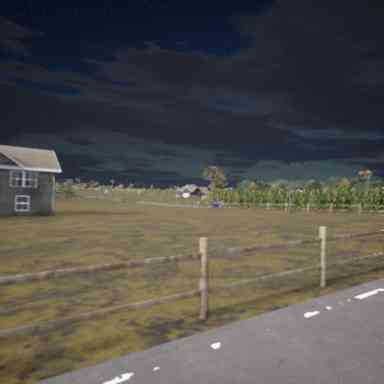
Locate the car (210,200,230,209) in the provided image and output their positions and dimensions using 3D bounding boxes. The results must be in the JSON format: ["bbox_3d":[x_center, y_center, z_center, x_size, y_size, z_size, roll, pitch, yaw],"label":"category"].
[{"bbox_3d":[5.545,2.489,67.000,2.097,1.767,4.553,3,-2,-35],"label":"car"}]
